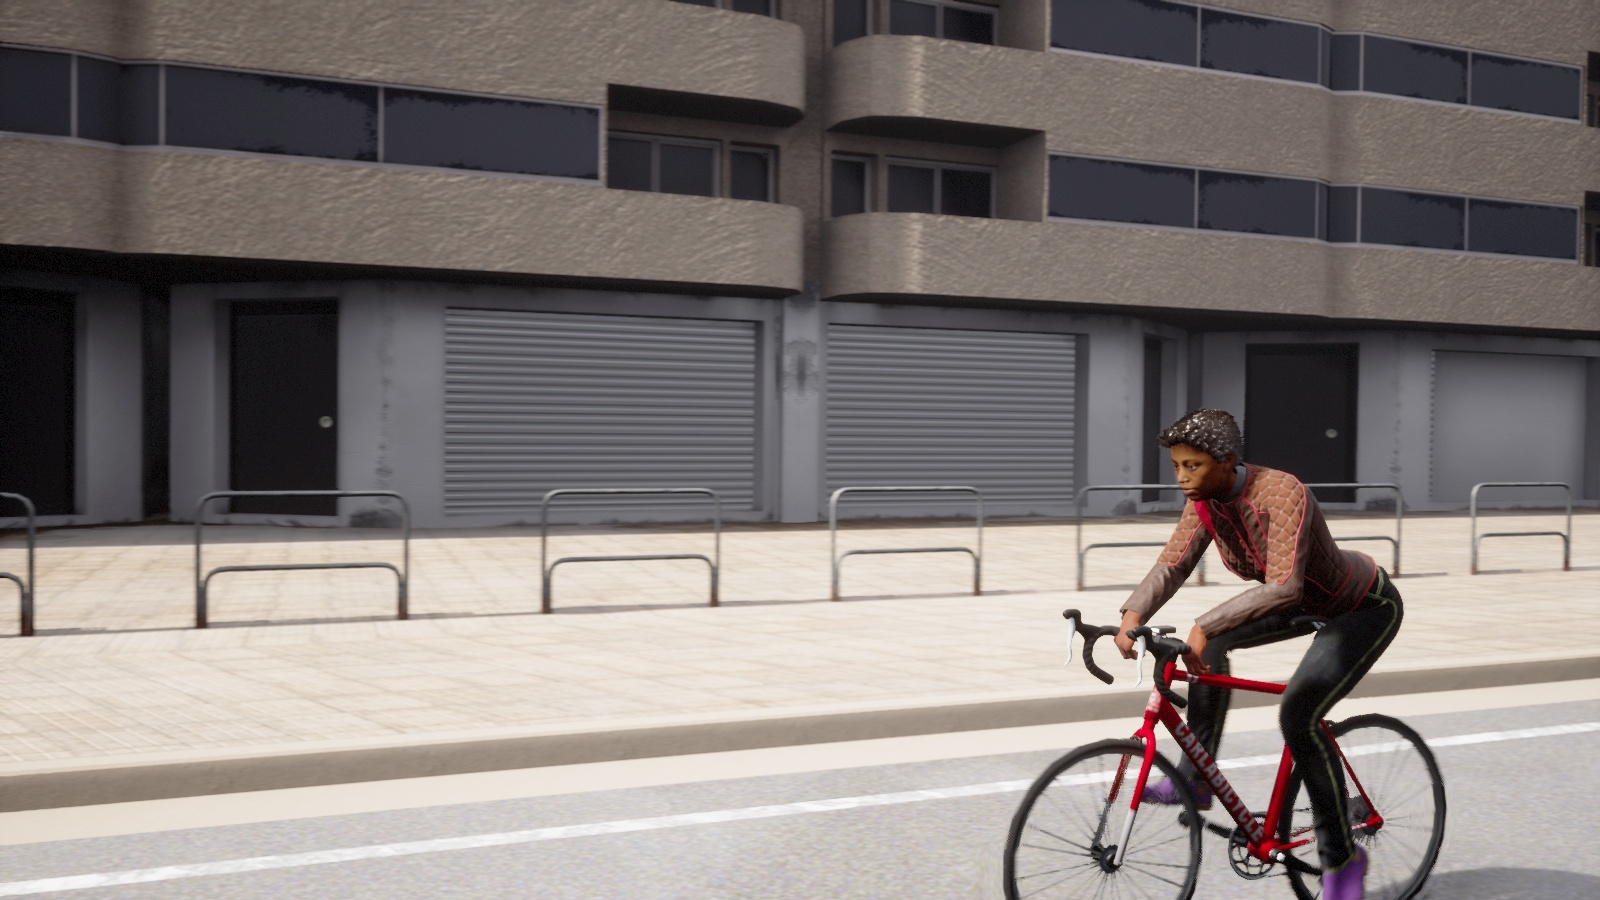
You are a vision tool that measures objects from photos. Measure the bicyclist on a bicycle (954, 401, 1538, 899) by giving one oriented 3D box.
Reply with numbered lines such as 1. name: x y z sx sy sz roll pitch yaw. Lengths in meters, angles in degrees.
1. bicyclist on a bicycle: 1.348 0.675 3.766 1.656 1.620 0.582 -1 1 -21
